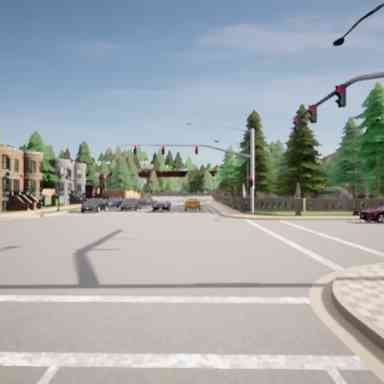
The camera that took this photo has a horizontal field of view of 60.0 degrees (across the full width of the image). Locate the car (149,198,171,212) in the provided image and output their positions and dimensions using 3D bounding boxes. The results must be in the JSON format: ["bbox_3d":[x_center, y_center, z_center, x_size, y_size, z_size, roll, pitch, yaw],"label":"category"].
[{"bbox_3d":[-3.403,1.531,38.343,1.895,1.301,4.718,0,0,0],"label":"car"}]

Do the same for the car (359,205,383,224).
[{"bbox_3d":[14.494,1.435,23.443,5.008,1.535,1.882,0,0,0],"label":"car"}]

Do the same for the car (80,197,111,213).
[{"bbox_3d":[-10.578,1.439,36.134,1.837,1.490,4.892,0,0,0],"label":"car"}]

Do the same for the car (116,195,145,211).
[{"bbox_3d":[-7.066,1.434,38.845,1.837,1.490,4.892,0,0,0],"label":"car"}]

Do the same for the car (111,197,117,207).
[{"bbox_3d":[-10.574,1.409,45.550,2.128,1.511,4.902,0,0,0],"label":"car"}]

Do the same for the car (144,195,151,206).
[{"bbox_3d":[-7.046,1.262,49.669,2.097,1.767,4.553,0,0,1],"label":"car"}]

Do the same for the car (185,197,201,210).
[{"bbox_3d":[0.098,1.402,41.449,1.882,1.535,5.008,0,0,0],"label":"car"}]
